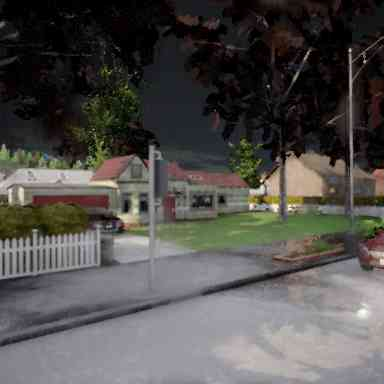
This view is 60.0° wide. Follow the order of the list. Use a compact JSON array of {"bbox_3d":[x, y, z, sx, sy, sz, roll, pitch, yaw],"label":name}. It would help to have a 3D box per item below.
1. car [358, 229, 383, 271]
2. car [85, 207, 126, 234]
[{"bbox_3d":[6.844,1.556,10.005,4.674,1.442,1.812,0,0,-38],"label":"car"},{"bbox_3d":[-5.097,1.456,17.168,1.994,1.381,4.181,0,-1,-38],"label":"car"}]
